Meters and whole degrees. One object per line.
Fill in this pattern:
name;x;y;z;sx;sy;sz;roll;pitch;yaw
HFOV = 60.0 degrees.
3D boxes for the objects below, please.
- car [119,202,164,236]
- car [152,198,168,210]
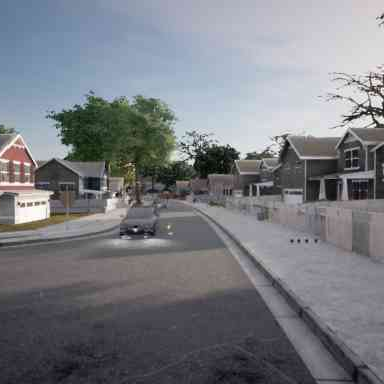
car;-2.793;1.570;18.417;1.837;1.490;4.892;0;0;-2
car;-4.234;1.571;43.914;2.128;1.511;4.902;0;0;-5
